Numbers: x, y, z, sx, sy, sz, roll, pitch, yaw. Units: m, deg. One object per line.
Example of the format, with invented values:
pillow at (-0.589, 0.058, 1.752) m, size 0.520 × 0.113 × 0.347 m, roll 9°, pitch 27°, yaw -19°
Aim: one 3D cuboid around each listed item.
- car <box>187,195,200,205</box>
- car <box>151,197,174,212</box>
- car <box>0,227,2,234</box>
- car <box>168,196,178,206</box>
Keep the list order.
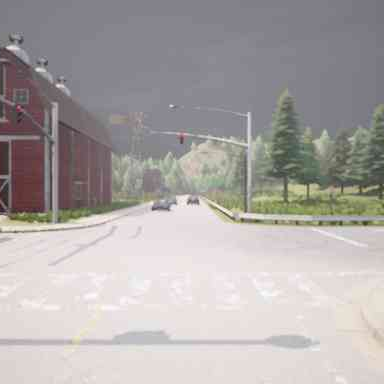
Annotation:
car at (0.195, 1.323, 56.073) m, size 2.097 × 1.767 × 4.553 m, roll 0°, pitch 0°, yaw 0°
car at (-3.466, 1.544, 37.940) m, size 1.994 × 1.385 × 4.181 m, roll 0°, pitch 0°, yaw 0°
car at (-10.987, 1.529, 14.974) m, size 4.181 × 1.385 × 1.994 m, roll 0°, pitch 0°, yaw 0°
car at (-3.386, 1.463, 55.018) m, size 2.128 × 1.511 × 4.902 m, roll 0°, pitch 0°, yaw 0°
